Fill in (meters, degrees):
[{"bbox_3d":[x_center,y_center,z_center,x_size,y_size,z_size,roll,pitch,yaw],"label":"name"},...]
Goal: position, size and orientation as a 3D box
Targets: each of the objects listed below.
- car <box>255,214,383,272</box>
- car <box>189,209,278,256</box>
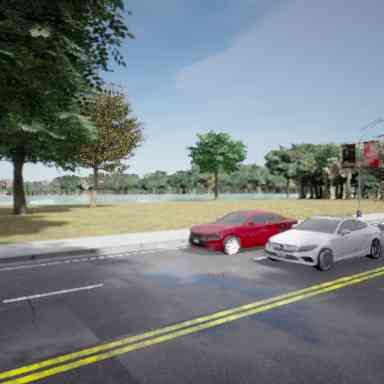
[{"bbox_3d":[4.448,1.500,10.847,4.674,1.442,1.812,0,0,-35],"label":"car"},{"bbox_3d":[2.174,1.453,13.217,5.008,1.535,1.882,0,0,-35],"label":"car"}]
